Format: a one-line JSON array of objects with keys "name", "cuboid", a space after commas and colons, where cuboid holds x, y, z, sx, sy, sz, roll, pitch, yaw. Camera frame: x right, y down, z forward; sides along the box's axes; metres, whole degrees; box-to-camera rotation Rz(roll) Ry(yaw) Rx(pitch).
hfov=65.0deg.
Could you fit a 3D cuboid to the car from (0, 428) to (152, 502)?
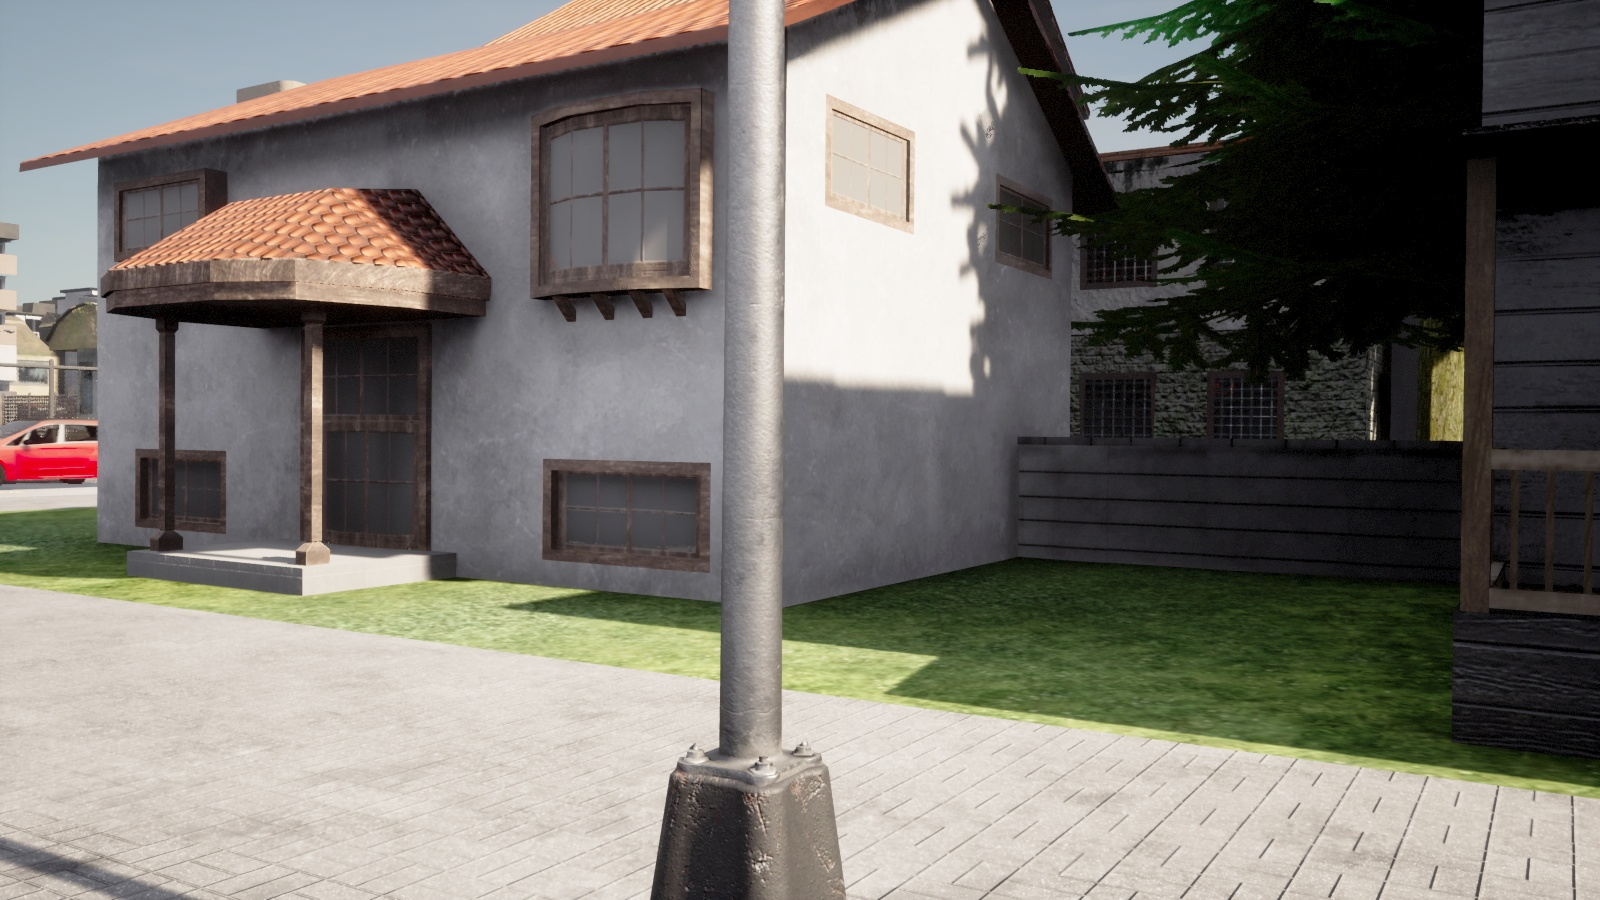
[{"name": "car", "cuboid": [-18.386, 0.332, 30.058, 2.242, 1.667, 4.611, 0, 1, 31]}]
